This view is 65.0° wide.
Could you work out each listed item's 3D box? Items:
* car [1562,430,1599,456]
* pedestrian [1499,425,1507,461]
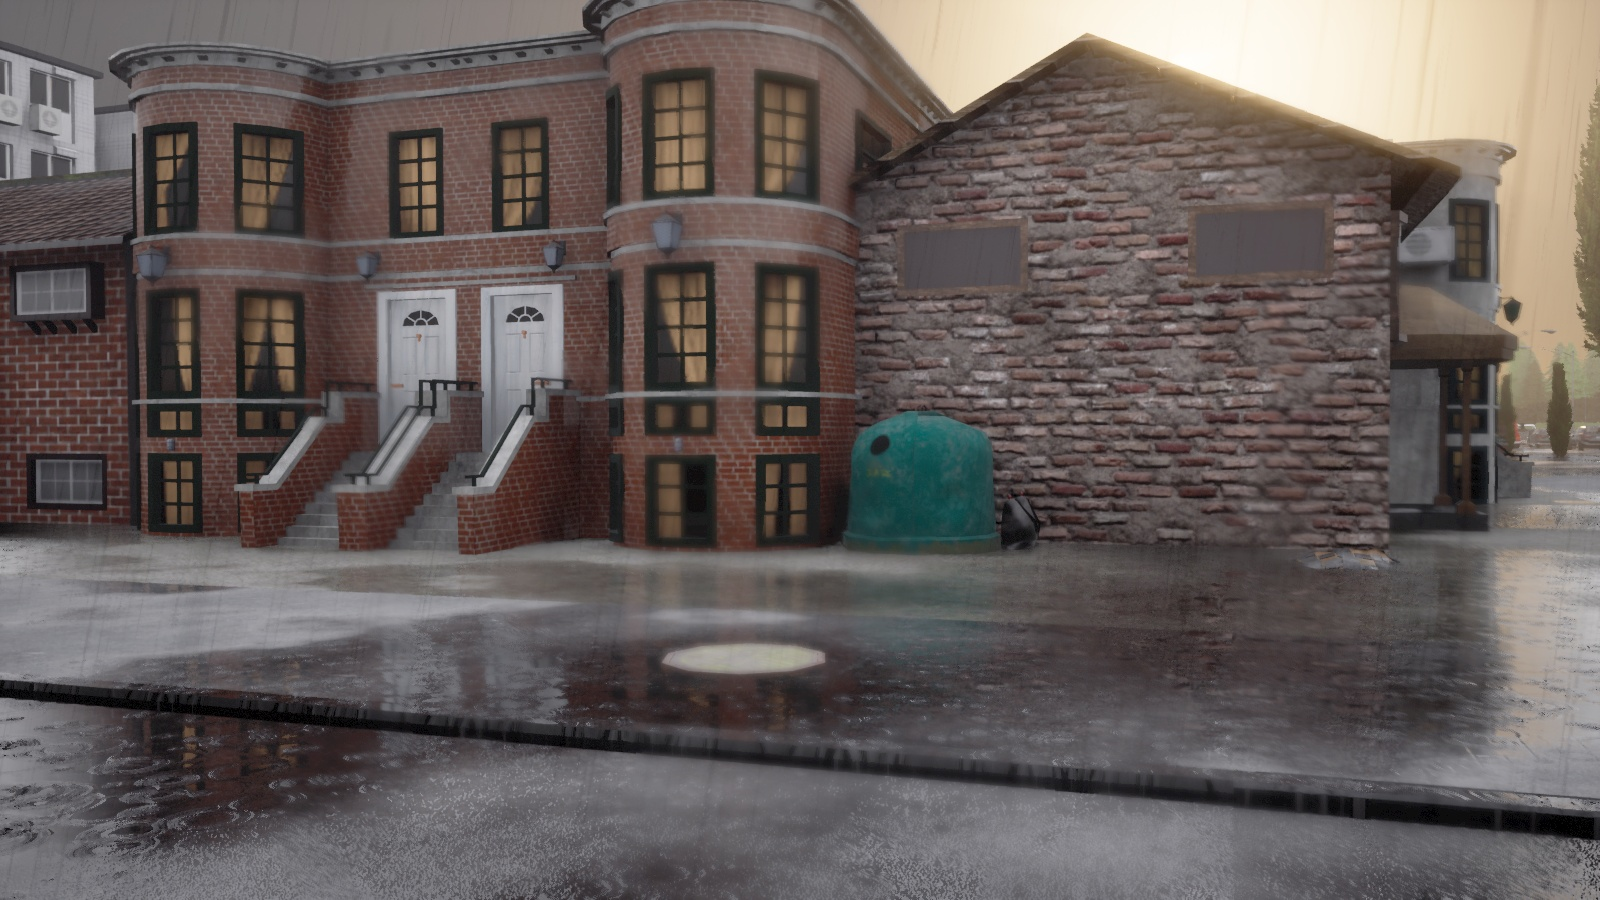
[{"bbox_3d":[52.574,-0.469,83.542,2.242,1.667,4.611,1,1,19],"label":"car"},{"bbox_3d":[35.822,-0.353,63.978,0.331,1.846,0.634,1,1,32],"label":"pedestrian"}]
